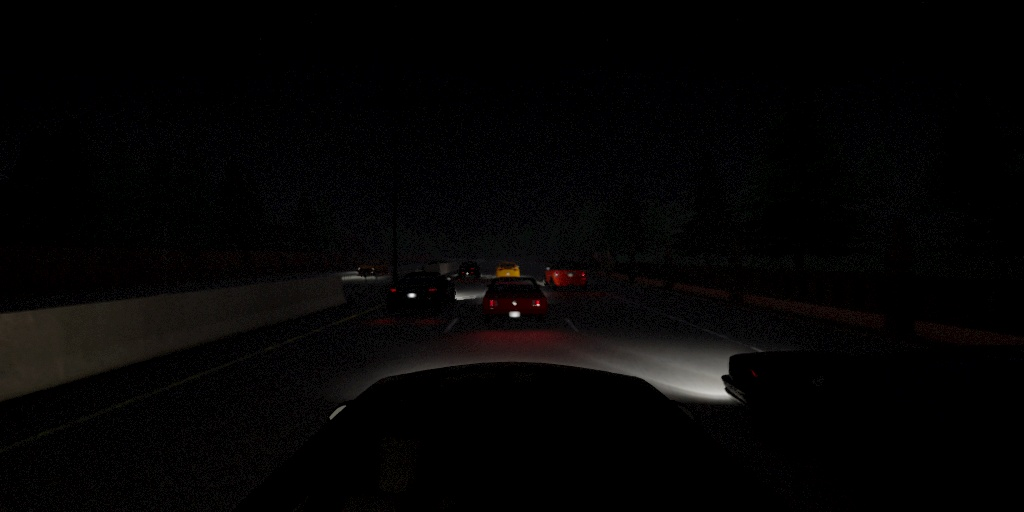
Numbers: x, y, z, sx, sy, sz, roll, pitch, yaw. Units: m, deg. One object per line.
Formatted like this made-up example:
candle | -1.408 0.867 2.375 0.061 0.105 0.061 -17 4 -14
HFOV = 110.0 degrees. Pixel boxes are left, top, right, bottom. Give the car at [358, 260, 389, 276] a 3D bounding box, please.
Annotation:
car | -14.793 1.267 38.397 1.882 1.535 5.008 0 0 -1

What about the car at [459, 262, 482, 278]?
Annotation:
car | -3.989 1.290 34.042 1.837 1.490 4.892 0 0 -1

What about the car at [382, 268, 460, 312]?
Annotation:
car | -3.475 1.328 14.339 1.994 1.385 4.181 0 0 -1

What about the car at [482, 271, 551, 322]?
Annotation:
car | 0.049 1.362 12.342 1.895 1.301 4.718 0 0 -1

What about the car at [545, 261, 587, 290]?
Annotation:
car | 3.315 1.125 22.844 2.097 1.767 4.553 0 0 -2

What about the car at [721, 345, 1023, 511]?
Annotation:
car | 3.599 1.298 2.109 2.033 1.411 5.357 0 0 0

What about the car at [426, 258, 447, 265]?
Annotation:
car | -11.647 1.159 54.344 2.097 1.767 4.553 0 0 -1

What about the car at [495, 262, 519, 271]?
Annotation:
car | -0.397 1.259 30.447 1.882 1.535 5.008 0 0 -2
